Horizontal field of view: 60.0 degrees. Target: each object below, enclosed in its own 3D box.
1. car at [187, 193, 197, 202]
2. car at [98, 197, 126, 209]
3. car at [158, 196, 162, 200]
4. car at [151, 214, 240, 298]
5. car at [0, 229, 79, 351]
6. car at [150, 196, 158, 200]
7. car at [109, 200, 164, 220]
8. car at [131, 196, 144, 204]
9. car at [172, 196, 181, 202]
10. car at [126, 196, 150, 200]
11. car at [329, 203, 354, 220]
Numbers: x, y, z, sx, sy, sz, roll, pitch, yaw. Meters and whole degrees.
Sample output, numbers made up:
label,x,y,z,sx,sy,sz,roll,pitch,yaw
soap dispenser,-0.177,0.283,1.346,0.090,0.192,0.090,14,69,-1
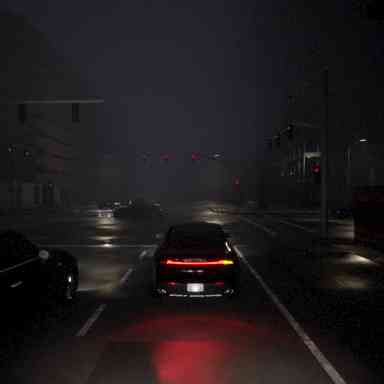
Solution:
label,x,y,z,sx,sy,sz,roll,pitch,yaw
car,-0.074,1.225,77.368,2.150,2.045,5.566,0,0,1
car,-10.925,1.547,44.579,2.033,1.411,5.357,0,0,3
car,-7.215,1.491,66.963,2.128,1.511,4.902,0,0,1
car,0.082,1.505,8.518,1.837,1.490,4.892,0,0,0
car,-3.445,1.352,5.196,2.097,1.767,4.553,0,0,0
car,-7.390,1.478,56.536,1.882,1.535,5.008,0,0,1
car,-4.430,1.589,27.785,4.181,1.385,1.994,0,0,0
car,-10.741,1.525,65.576,1.812,1.442,4.674,0,0,1
car,-3.562,1.553,78.637,1.994,1.385,4.181,0,0,1
car,-7.456,1.505,46.467,1.837,1.490,4.892,0,0,0
car,13.903,1.581,27.724,4.674,1.442,1.812,0,0,0
